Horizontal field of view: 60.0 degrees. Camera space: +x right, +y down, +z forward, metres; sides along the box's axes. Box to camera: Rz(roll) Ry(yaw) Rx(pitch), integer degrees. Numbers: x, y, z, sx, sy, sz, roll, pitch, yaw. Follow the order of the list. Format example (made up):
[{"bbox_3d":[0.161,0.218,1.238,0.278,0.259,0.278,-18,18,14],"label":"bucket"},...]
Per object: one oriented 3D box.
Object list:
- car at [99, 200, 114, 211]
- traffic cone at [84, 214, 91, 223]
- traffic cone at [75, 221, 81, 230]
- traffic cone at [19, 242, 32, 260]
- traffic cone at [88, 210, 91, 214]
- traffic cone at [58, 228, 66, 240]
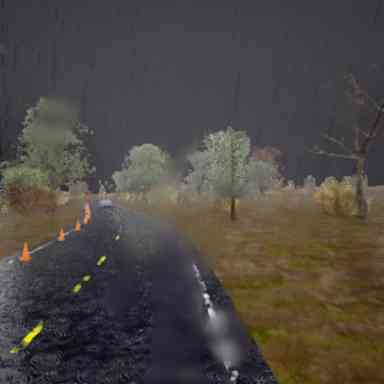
[{"bbox_3d":[-12.224,1.816,47.275,1.882,1.535,5.008,0,0,-18],"label":"car"},{"bbox_3d":[-8.322,2.148,26.085,0.340,0.580,0.340,0,0,-13],"label":"traffic cone"},{"bbox_3d":[-7.296,2.115,21.300,0.340,0.580,0.340,0,0,-11],"label":"traffic cone"},{"bbox_3d":[-5.814,2.054,11.629,0.340,0.580,0.340,0,0,-6],"label":"traffic cone"},{"bbox_3d":[-9.537,2.182,30.825,0.340,0.580,0.340,0,0,-16],"label":"traffic cone"},{"bbox_3d":[-6.459,2.084,16.480,0.340,0.580,0.340,0,0,-9],"label":"traffic cone"}]
